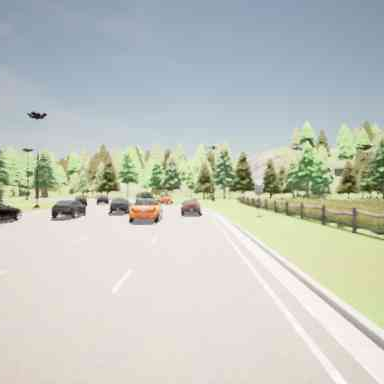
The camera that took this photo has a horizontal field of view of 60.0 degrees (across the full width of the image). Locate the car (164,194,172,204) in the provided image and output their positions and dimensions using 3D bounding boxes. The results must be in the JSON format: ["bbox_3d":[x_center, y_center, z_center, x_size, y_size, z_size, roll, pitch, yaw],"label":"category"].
[{"bbox_3d":[-4.999,1.212,58.668,2.097,1.767,4.553,0,0,-18],"label":"car"}]

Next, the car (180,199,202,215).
[{"bbox_3d":[-0.159,1.448,32.340,1.812,1.442,4.674,0,0,-3],"label":"car"}]

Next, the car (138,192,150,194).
[{"bbox_3d":[-8.636,1.078,58.904,2.150,2.045,5.566,0,0,-19],"label":"car"}]

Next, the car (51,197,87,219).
[{"bbox_3d":[-10.482,1.435,28.631,1.837,1.490,4.892,0,0,-2],"label":"car"}]

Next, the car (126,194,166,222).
[{"bbox_3d":[-3.433,1.291,25.446,2.097,1.767,4.553,0,0,-1],"label":"car"}]

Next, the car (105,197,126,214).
[{"bbox_3d":[-7.236,1.423,33.946,1.837,1.490,4.892,1,0,-4],"label":"car"}]

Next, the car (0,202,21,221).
[{"bbox_3d":[-13.907,1.421,23.298,1.882,1.535,5.008,0,0,0],"label":"car"}]

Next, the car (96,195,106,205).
[{"bbox_3d":[-15.548,1.365,57.428,1.837,1.490,4.892,1,-1,-19],"label":"car"}]
